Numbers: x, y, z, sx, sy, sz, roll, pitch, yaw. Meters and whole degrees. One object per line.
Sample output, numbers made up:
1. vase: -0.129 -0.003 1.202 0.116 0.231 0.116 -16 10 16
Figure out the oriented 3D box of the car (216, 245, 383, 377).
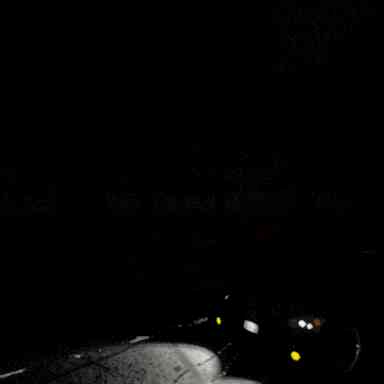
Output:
1. car: 2.433 1.663 5.732 4.181 1.385 1.994 0 -1 -35
